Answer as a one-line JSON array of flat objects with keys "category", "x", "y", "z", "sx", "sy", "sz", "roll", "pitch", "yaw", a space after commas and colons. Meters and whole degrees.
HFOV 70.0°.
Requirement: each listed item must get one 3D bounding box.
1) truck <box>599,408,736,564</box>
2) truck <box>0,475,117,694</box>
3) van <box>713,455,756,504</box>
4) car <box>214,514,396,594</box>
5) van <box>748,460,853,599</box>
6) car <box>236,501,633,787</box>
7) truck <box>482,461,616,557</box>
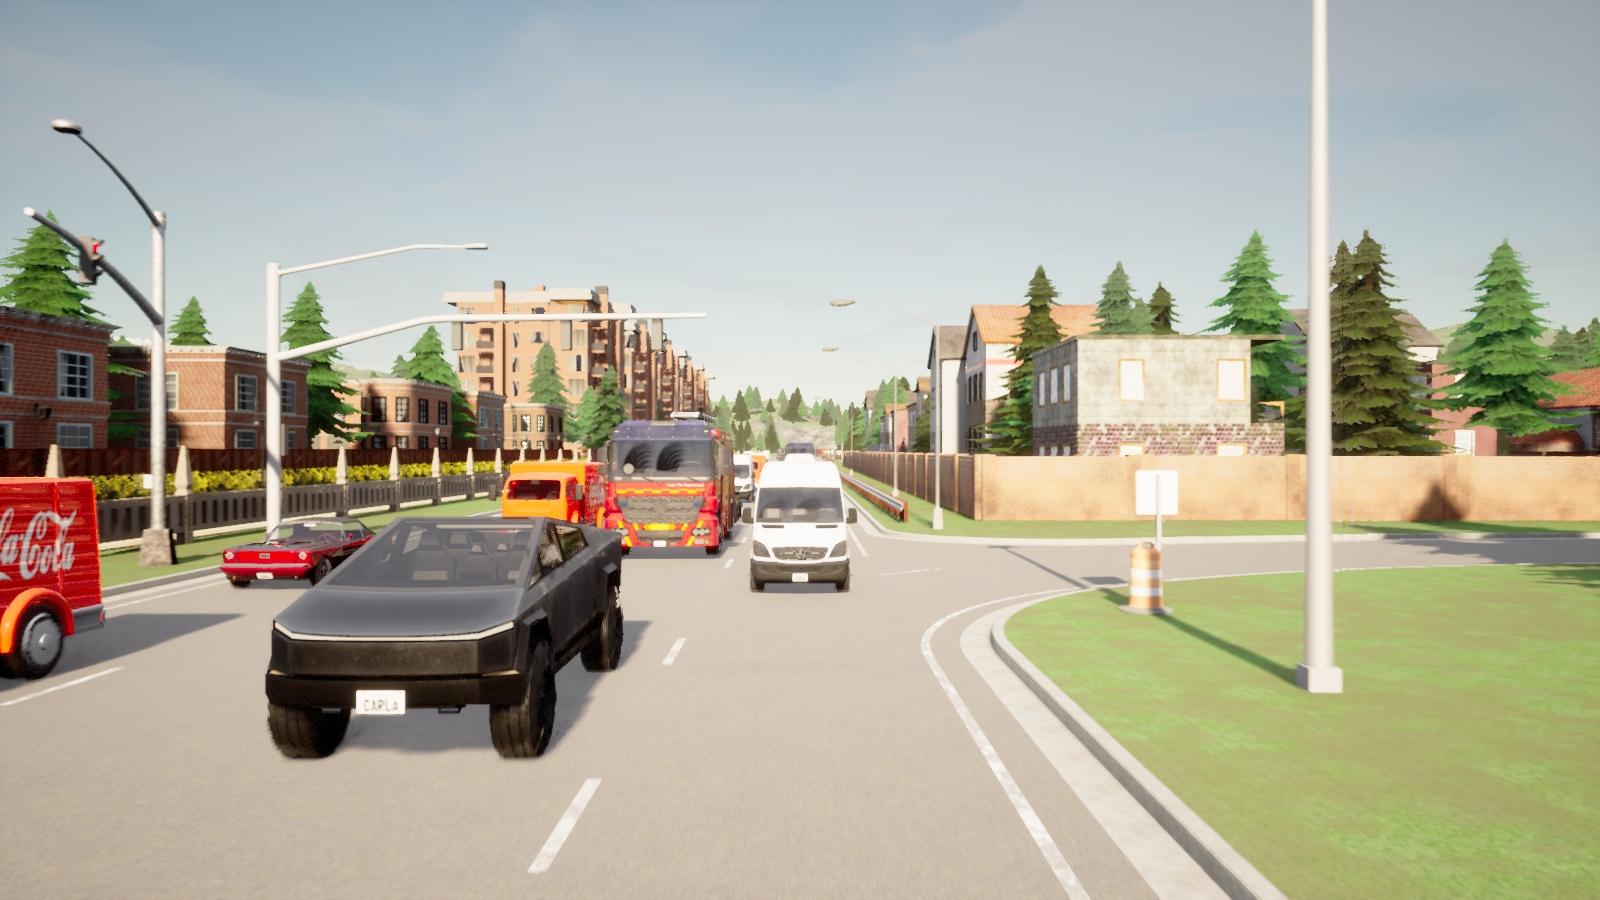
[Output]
[{"category": "truck", "x": -3.494, "y": 0.890, "z": 32.312, "sx": 2.891, "sy": 3.827, "sz": 8.468, "roll": 0, "pitch": 0, "yaw": 0}, {"category": "truck", "x": -10.500, "y": 1.568, "z": 12.766, "sx": 2.627, "sy": 2.467, "sz": 5.204, "roll": 0, "pitch": 0, "yaw": 0}, {"category": "van", "x": -3.496, "y": 1.534, "z": 61.935, "sx": 1.988, "sy": 2.561, "sz": 5.915, "roll": 0, "pitch": 0, "yaw": 0}, {"category": "car", "x": -10.500, "y": 2.155, "z": 24.679, "sx": 1.895, "sy": 1.301, "sz": 4.718, "roll": 0, "pitch": 0, "yaw": 0}, {"category": "van", "x": 0.004, "y": 1.534, "z": 24.542, "sx": 1.988, "sy": 2.561, "sz": 5.915, "roll": 0, "pitch": 0, "yaw": 0}, {"category": "car", "x": -3.500, "y": 1.753, "z": 12.644, "sx": 2.390, "sy": 2.098, "sz": 6.274, "roll": 0, "pitch": 0, "yaw": 0}, {"category": "truck", "x": -6.989, "y": 1.569, "z": 32.454, "sx": 2.627, "sy": 2.467, "sz": 5.204, "roll": 0, "pitch": 0, "yaw": 0}]
